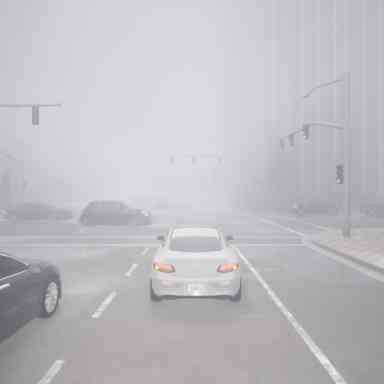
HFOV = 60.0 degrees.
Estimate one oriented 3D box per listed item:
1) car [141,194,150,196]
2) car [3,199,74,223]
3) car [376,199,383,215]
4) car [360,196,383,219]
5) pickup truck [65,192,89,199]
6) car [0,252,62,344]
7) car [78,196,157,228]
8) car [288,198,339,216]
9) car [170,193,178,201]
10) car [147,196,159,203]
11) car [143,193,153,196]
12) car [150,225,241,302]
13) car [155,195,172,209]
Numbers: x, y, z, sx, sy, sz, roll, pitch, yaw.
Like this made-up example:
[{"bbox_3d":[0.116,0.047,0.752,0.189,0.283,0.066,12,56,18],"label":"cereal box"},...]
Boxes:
[{"bbox_3d":[-7.823,1.491,47.927,2.128,1.511,4.902,0,0,-1],"label":"car"},{"bbox_3d":[-11.540,1.505,25.085,4.892,1.490,1.837,0,0,0],"label":"car"},{"bbox_3d":[20.995,1.478,32.527,5.008,1.535,1.882,0,0,0],"label":"car"},{"bbox_3d":[17.709,1.221,29.005,5.566,2.045,2.150,0,0,0],"label":"car"},{"bbox_3d":[-24.662,1.059,70.217,2.390,2.098,6.274,0,0,30],"label":"pickup truck"},{"bbox_3d":[-3.436,1.505,4.516,1.837,1.490,4.892,0,0,0],"label":"car"},{"bbox_3d":[-4.855,1.352,21.637,4.553,1.767,2.097,0,0,0],"label":"car"},{"bbox_3d":[11.770,1.352,32.461,4.553,1.767,2.097,0,0,0],"label":"car"},{"bbox_3d":[-4.752,1.225,85.440,2.150,2.045,5.566,0,0,-1],"label":"car"},{"bbox_3d":[-8.015,1.564,67.938,1.994,1.385,4.181,0,0,0],"label":"car"},{"bbox_3d":[-7.946,1.221,57.819,2.150,2.045,5.566,0,0,-1],"label":"car"},{"bbox_3d":[0.077,1.526,8.166,1.812,1.442,4.674,0,0,0],"label":"car"},{"bbox_3d":[-4.083,1.525,45.195,1.812,1.442,4.674,0,0,-1],"label":"car"}]
